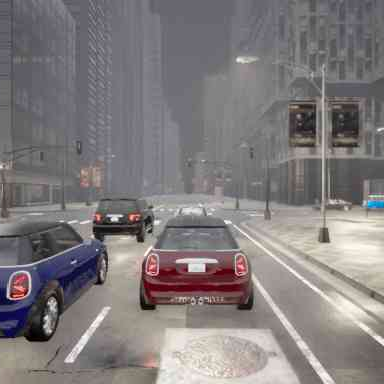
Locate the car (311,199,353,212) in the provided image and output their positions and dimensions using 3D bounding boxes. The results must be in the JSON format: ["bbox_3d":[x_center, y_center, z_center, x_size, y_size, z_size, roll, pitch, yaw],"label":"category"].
[{"bbox_3d":[15.789,1.513,37.567,4.403,1.369,2.008,0,0,0],"label":"car"}]

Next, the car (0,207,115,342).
[{"bbox_3d":[-3.166,1.352,6.640,2.097,1.767,4.553,0,0,0],"label":"car"}]

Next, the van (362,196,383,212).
[{"bbox_3d":[21.407,1.292,37.556,3.998,1.788,1.690,0,0,0],"label":"van"}]

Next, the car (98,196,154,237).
[{"bbox_3d":[-3.188,1.222,16.352,2.150,2.045,5.566,0,0,0],"label":"car"}]

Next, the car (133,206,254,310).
[{"bbox_3d":[0.081,1.352,7.960,2.097,1.767,4.553,0,0,0],"label":"car"}]

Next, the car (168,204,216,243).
[{"bbox_3d":[0.050,1.491,17.147,2.128,1.511,4.902,0,0,2],"label":"car"}]
